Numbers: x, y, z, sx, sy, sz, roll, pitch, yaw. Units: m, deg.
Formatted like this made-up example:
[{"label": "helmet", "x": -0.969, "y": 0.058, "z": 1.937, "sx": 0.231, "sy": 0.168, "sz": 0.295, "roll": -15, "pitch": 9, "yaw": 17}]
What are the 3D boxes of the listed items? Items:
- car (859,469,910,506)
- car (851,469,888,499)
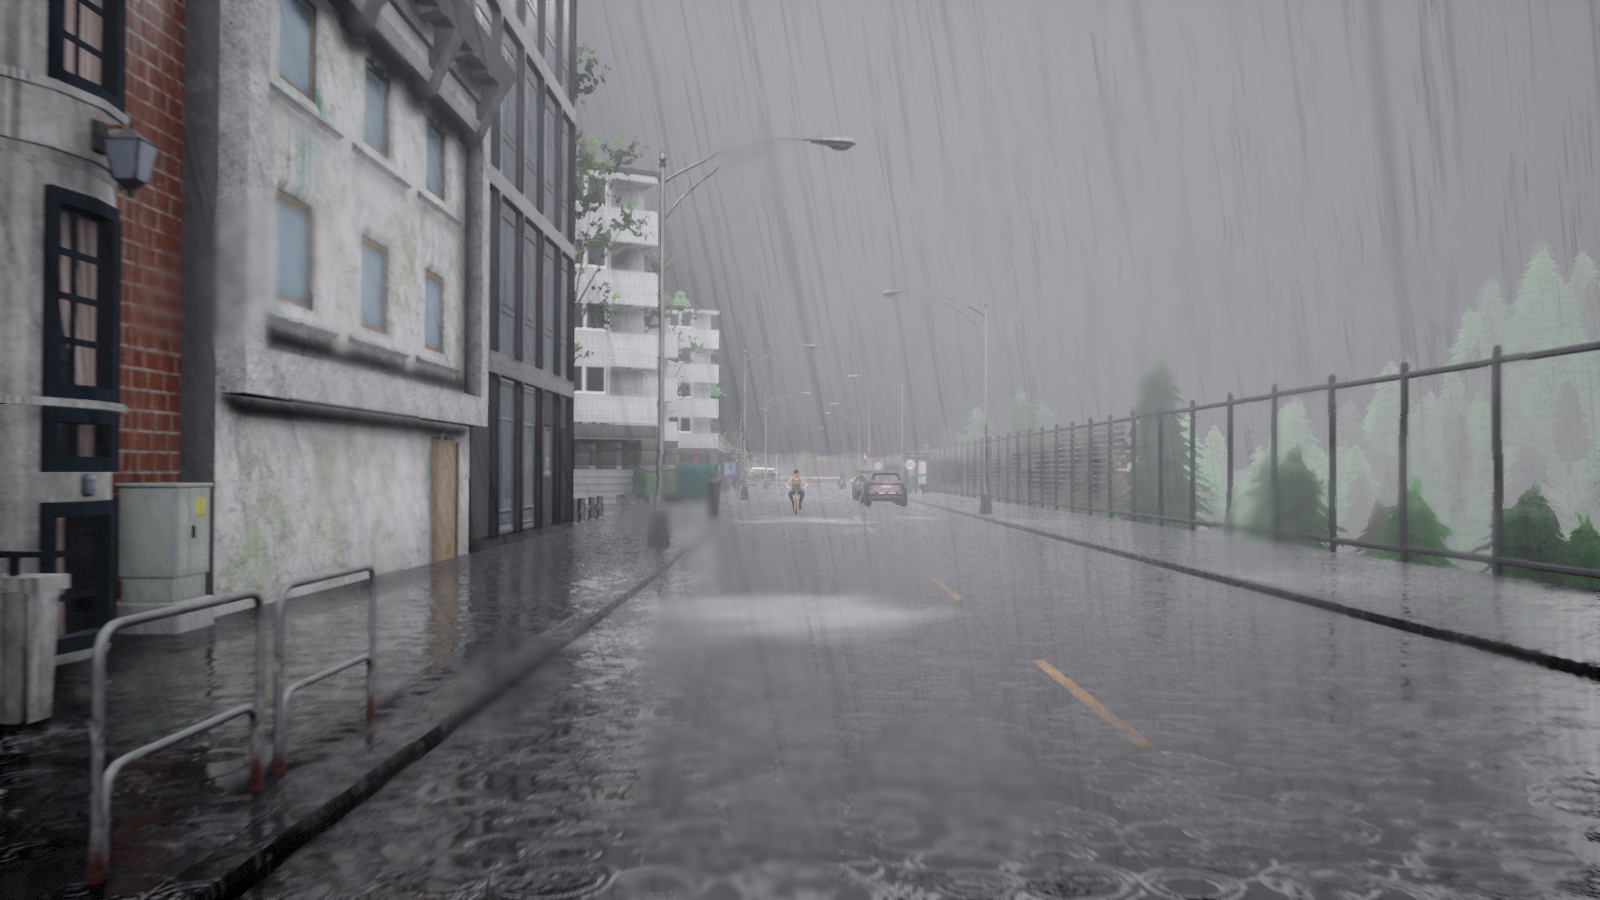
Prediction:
[{"label": "car", "x": 3.849, "y": 1.701, "z": 58.040, "sx": 2.033, "sy": 1.649, "sz": 4.856, "roll": 0, "pitch": -1, "yaw": 0}, {"label": "car", "x": 3.820, "y": 1.863, "z": 69.596, "sx": 1.851, "sy": 1.617, "sz": 3.988, "roll": 0, "pitch": -1, "yaw": 0}]
